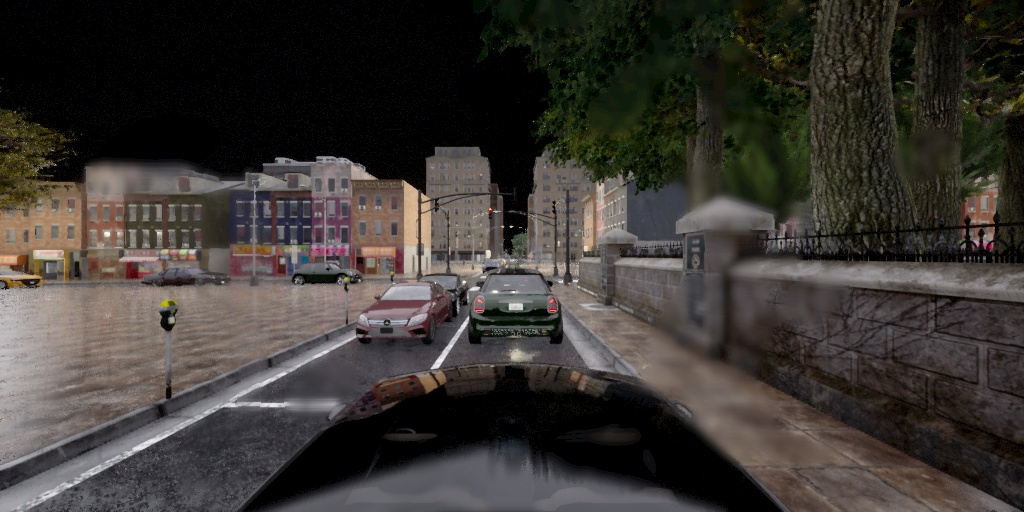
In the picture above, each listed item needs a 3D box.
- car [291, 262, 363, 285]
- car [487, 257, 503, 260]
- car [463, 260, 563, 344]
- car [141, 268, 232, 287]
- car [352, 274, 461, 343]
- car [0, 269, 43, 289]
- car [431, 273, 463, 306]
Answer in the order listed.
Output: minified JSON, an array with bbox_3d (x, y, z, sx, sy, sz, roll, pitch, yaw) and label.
[{"bbox_3d":[-13.391,1.230,26.207,4.553,1.767,2.097,-1,0,0],"label":"car"},{"bbox_3d":[-2.287,1.093,41.131,2.097,1.767,4.553,0,0,0],"label":"car"},{"bbox_3d":[0.073,1.101,9.752,2.097,1.767,4.553,0,0,0],"label":"car"},{"bbox_3d":[-23.692,1.555,26.166,5.357,1.411,2.033,-1,0,0],"label":"car"},{"bbox_3d":[-2.638,1.331,9.637,1.802,1.307,4.207,0,0,0],"label":"car"},{"bbox_3d":[-37.476,1.707,26.136,5.008,1.535,1.882,-1,0,0],"label":"car"},{"bbox_3d":[-2.638,1.315,13.299,1.948,1.339,4.313,0,0,0],"label":"car"}]
